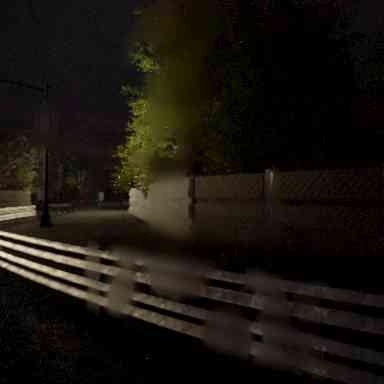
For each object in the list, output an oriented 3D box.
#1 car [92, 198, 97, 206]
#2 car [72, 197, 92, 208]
[{"bbox_3d":[-22.318,2.197,73.505,2.097,1.767,4.553,0,-1,-6],"label":"car"},{"bbox_3d":[-21.170,1.978,63.297,2.150,2.045,5.566,0,-1,-6],"label":"car"}]
